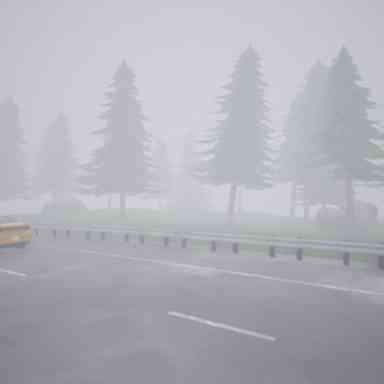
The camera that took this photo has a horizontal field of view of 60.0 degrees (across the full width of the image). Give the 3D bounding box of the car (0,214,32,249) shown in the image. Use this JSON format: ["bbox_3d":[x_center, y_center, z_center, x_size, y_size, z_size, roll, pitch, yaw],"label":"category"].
[{"bbox_3d":[-8.918,1.644,13.999,5.008,1.535,1.882,0,0,30],"label":"car"}]
